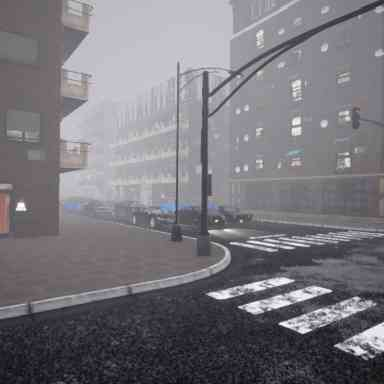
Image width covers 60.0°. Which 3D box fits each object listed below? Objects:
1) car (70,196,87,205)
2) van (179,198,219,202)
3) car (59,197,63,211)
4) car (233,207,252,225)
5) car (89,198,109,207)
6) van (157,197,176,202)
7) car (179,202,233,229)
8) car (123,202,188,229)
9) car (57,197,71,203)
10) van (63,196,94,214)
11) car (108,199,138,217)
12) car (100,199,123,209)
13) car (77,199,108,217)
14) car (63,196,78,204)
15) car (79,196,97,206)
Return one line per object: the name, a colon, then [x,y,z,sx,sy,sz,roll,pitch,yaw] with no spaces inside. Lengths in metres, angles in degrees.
car: [-21.454,1.606,62.866,1.967,1.590,4.097,1,-1,-35]
van: [0.829,1.439,30.664,1.690,1.788,3.998,1,-1,-35]
car: [-15.202,1.581,39.980,2.008,1.369,4.403,1,-1,-35]
car: [2.108,1.654,24.028,1.895,1.301,4.718,1,-1,-32]
car: [-15.089,1.730,53.664,1.802,1.307,4.206,1,-1,-35]
van: [-2.355,1.450,35.264,1.690,1.788,3.998,1,-1,-35]
car: [0.358,1.581,21.823,1.994,1.385,4.181,1,-1,-35]
car: [-2.470,1.540,21.579,2.008,1.369,4.403,1,-1,-35]
car: [-27.821,1.727,72.066,1.887,1.381,4.507,1,-1,-35]
van: [-12.018,1.361,35.381,1.690,1.788,3.998,1,-1,-35]
car: [-5.546,1.528,30.359,2.128,1.511,4.902,1,-1,-35]
car: [-11.906,1.683,49.064,1.887,1.381,4.507,1,-1,-35]
car: [-8.837,1.592,30.779,1.802,1.307,4.206,1,-1,-35]
car: [-24.637,1.614,67.467,1.967,1.590,4.097,1,-1,-35]
car: [-18.271,1.597,58.266,1.967,1.590,4.097,1,-1,-35]
